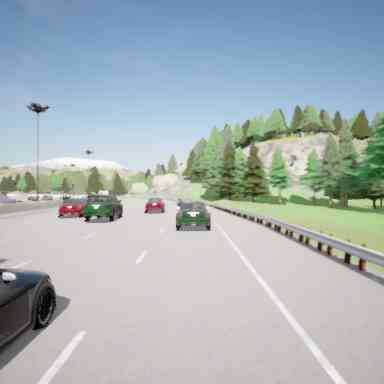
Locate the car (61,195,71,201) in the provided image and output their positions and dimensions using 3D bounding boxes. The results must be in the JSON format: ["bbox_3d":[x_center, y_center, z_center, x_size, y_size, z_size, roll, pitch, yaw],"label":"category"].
[{"bbox_3d":[-30.652,1.473,81.101,1.895,1.301,4.718,0,0,-17],"label":"car"}]

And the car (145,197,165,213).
[{"bbox_3d":[-4.159,1.349,37.507,2.097,1.767,4.553,0,0,-4],"label":"car"}]

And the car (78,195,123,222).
[{"bbox_3d":[-7.048,1.219,26.860,2.150,2.045,5.566,0,0,-2],"label":"car"}]

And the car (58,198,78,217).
[{"bbox_3d":[-10.749,1.349,31.072,2.097,1.767,4.553,0,0,-3],"label":"car"}]

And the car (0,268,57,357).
[{"bbox_3d":[-3.401,1.564,4.258,1.994,1.385,4.181,0,0,0],"label":"car"}]

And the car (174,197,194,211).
[{"bbox_3d":[-1.052,1.488,42.026,2.128,1.511,4.902,0,0,-6],"label":"car"}]

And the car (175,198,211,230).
[{"bbox_3d":[0.062,1.350,21.330,2.097,1.767,4.553,0,0,0],"label":"car"}]
